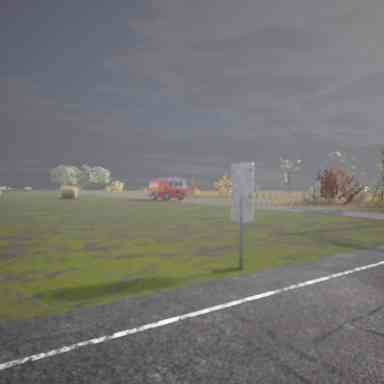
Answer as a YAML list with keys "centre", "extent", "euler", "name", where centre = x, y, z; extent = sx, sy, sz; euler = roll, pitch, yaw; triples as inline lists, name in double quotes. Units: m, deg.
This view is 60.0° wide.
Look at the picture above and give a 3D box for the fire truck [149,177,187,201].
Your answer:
- centre: [-4.104, -0.586, 55.559]
  extent: [2.891, 3.827, 8.468]
  euler: [1, 0, -32]
  name: "fire truck"
